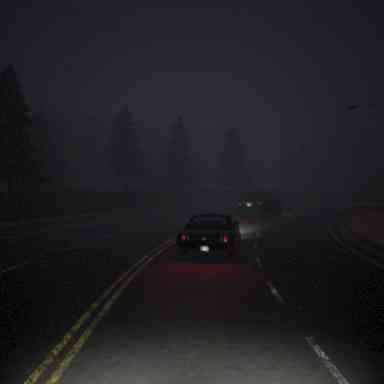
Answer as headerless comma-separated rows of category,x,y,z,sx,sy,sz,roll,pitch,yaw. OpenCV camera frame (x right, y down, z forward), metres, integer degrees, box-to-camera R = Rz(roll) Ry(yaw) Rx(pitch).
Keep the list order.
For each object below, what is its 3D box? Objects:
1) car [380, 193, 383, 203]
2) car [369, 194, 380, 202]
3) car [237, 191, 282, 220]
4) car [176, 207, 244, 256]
car,31.561,0.960,50.032,5.008,1.535,1.882,0,0,-13
car,30.945,0.937,53.491,4.902,1.511,2.128,0,1,-14
car,5.283,0.957,25.614,2.150,2.045,5.566,0,1,29
car,0.813,1.469,12.628,1.895,1.301,4.718,0,1,11
